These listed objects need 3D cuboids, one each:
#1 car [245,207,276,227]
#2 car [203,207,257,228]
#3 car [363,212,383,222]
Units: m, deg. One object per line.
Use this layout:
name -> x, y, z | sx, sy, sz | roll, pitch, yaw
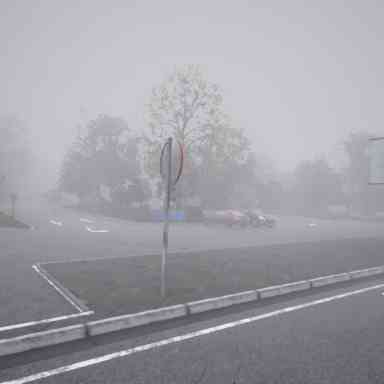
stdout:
car -> 5.457, 2.210, 30.404 | 2.185, 1.767, 4.553 | 3, -2, -35
car -> 2.905, 2.244, 28.514 | 2.002, 1.452, 4.674 | 3, -2, -36
car -> 25.339, 3.396, 44.388 | 2.002, 1.452, 4.674 | 3, -2, -35
